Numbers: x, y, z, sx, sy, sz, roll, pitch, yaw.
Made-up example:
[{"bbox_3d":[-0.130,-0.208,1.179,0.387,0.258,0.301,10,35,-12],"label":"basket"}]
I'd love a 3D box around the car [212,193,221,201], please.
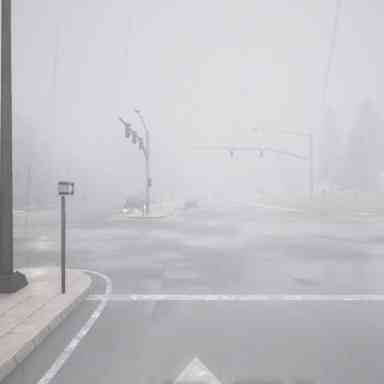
[{"bbox_3d":[6.307,1.225,85.865,2.150,2.045,5.566,0,0,-1],"label":"car"}]

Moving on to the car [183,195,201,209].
[{"bbox_3d":[-0.094,1.526,44.757,1.812,1.442,4.674,0,0,-1],"label":"car"}]

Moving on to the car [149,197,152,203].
[{"bbox_3d":[-8.340,1.505,55.746,1.837,1.490,4.892,0,0,-1],"label":"car"}]

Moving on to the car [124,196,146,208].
[{"bbox_3d":[-8.220,1.352,46.712,2.097,1.767,4.553,0,0,-1],"label":"car"}]

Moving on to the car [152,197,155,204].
[{"bbox_3d":[-8.430,1.601,65.690,1.895,1.301,4.718,0,0,0],"label":"car"}]

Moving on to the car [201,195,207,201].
[{"bbox_3d":[2.807,1.524,85.860,1.812,1.442,4.674,0,0,-1],"label":"car"}]

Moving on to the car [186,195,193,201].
[{"bbox_3d":[-0.693,1.500,85.801,1.837,1.490,4.892,0,0,-1],"label":"car"}]
